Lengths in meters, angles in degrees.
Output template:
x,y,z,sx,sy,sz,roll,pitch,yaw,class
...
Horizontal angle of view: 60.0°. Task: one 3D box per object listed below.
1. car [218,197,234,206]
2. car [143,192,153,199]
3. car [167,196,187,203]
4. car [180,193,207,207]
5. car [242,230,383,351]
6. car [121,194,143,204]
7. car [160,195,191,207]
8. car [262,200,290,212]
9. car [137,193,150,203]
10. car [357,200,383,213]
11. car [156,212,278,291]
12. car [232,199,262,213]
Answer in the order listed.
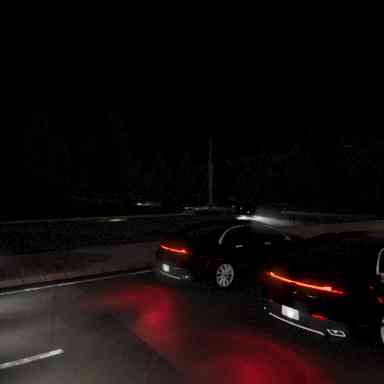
x,y,z,sx,sy,sz,roll,pitch,yaw,class
6.180,1.526,55.632,1.812,1.442,4.674,0,0,-35,car
-11.692,1.076,81.276,2.150,2.045,5.566,0,0,-35,car
-3.158,1.601,69.088,1.895,1.301,4.718,0,0,-35,car
-0.044,1.213,52.263,2.150,2.045,5.566,0,1,-36,car
3.412,1.505,6.230,4.892,1.490,1.837,0,0,-35,car
-11.590,1.601,62.750,1.895,1.301,4.718,0,0,-34,car
-2.814,1.546,50.135,2.033,1.411,5.357,0,0,-35,car
9.127,1.601,39.190,1.895,1.301,4.718,0,0,-35,car
-11.035,1.506,68.133,1.837,1.490,4.892,0,0,-35,car
20.055,1.564,35.792,1.994,1.385,4.181,0,0,-35,car
1.380,1.505,9.079,4.892,1.490,1.837,0,0,-35,car
5.428,1.601,33.366,1.895,1.301,4.718,0,0,3,car
